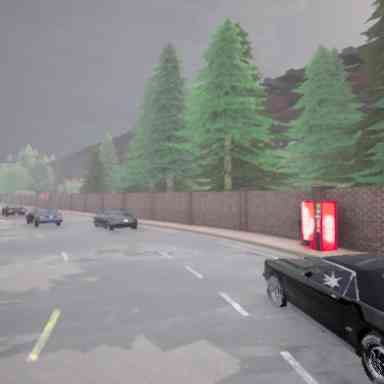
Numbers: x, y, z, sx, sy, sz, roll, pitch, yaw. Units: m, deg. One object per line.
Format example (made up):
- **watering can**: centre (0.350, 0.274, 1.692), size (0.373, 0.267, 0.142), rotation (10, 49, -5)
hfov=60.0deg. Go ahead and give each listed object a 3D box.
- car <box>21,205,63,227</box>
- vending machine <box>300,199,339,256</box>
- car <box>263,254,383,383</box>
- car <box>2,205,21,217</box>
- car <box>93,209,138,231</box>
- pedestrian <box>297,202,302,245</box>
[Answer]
- **car**: centre (-11.588, 1.881, 25.947), size (2.033, 1.411, 5.357), rotation (0, -1, -36)
- **vending machine**: centre (4.939, 1.318, 12.943), size (1.100, 2.100, 0.880), rotation (0, -1, -20)
- **car**: centre (2.801, 1.649, 5.333), size (1.895, 1.301, 4.718), rotation (0, -1, -10)
- **car**: centre (-20.225, 2.100, 37.749), size (1.895, 1.301, 4.718), rotation (0, -1, -36)
- **car**: centre (-5.381, 1.840, 23.069), size (1.994, 1.385, 4.181), rotation (0, -1, -34)
- **pedestrian**: centre (4.590, 1.275, 13.848), size (0.375, 1.860, 0.375), rotation (0, -1, -21)
